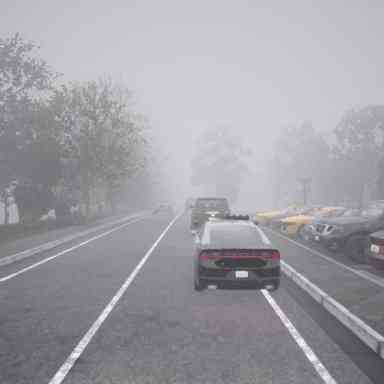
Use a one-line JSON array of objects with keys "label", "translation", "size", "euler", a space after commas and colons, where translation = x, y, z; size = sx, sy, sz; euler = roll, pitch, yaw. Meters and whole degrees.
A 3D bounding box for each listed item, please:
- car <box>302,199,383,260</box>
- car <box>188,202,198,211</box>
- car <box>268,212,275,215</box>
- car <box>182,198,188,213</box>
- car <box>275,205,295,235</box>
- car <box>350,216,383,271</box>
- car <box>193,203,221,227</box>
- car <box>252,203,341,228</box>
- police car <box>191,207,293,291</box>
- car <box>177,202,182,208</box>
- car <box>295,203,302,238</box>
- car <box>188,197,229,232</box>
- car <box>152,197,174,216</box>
[{"label": "car", "translation": [7.079, 1.250, 11.473], "size": [5.566, 2.045, 2.435], "euler": [0, 0, 0]}, {"label": "car", "translation": [0.152, 2.615, 59.681], "size": [1.837, 1.490, 4.892], "euler": [0, -2, 0]}, {"label": "car", "translation": [7.139, 1.539, 19.793], "size": [4.892, 1.521, 2.231], "euler": [0, 0, 0]}, {"label": "car", "translation": [0.133, 1.805, 44.927], "size": [2.150, 2.045, 5.566], "euler": [0, -2, 0]}, {"label": "car", "translation": [7.131, 1.519, 17.021], "size": [5.008, 1.535, 2.097], "euler": [0, 0, 0]}, {"label": "car", "translation": [7.129, 1.527, 8.696], "size": [4.792, 1.488, 2.163], "euler": [0, 0, 0]}, {"label": "car", "translation": [1.039, 1.621, 25.128], "size": [1.882, 1.535, 5.008], "euler": [0, -1, 0]}, {"label": "car", "translation": [6.956, 1.563, 22.562], "size": [5.366, 1.575, 1.946], "euler": [0, 0, 0]}, {"label": "police car", "translation": [0.998, 1.439, 9.215], "size": [1.930, 1.638, 5.238], "euler": [0, 0, 0]}, {"label": "car", "translation": [-2.927, 3.573, 91.625], "size": [2.097, 1.767, 4.553], "euler": [0, -1, 1]}, {"label": "car", "translation": [7.148, 1.382, 14.244], "size": [4.553, 1.767, 2.185], "euler": [0, 0, 0]}, {"label": "car", "translation": [1.023, 1.296, 19.156], "size": [2.150, 2.045, 5.566], "euler": [0, -1, 0]}, {"label": "car", "translation": [-3.253, 1.623, 38.427], "size": [2.150, 2.045, 5.566], "euler": [0, -1, 0]}]
